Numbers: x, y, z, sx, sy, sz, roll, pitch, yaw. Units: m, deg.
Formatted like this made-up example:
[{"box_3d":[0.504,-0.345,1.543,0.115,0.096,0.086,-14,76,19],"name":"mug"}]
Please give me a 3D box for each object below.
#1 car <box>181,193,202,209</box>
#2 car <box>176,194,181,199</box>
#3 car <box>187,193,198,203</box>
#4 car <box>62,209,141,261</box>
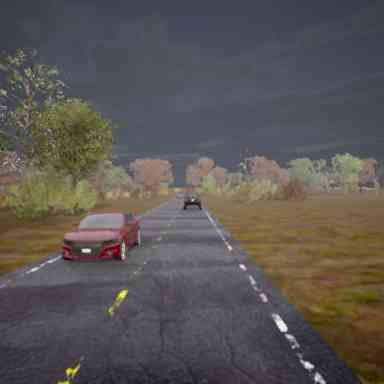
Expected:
[{"box_3d":[0.085,1.077,41.736,2.150,2.045,5.566,0,0,0],"name":"car"},{"box_3d":[-3.034,1.213,85.844,1.994,1.385,4.181,0,0,0],"name":"car"},{"box_3d":[0.074,1.117,63.053,2.097,1.767,4.553,0,0,0],"name":"car"},{"box_3d":[-3.104,1.438,12.263,1.882,1.535,5.008,0,0,0],"name":"car"}]
